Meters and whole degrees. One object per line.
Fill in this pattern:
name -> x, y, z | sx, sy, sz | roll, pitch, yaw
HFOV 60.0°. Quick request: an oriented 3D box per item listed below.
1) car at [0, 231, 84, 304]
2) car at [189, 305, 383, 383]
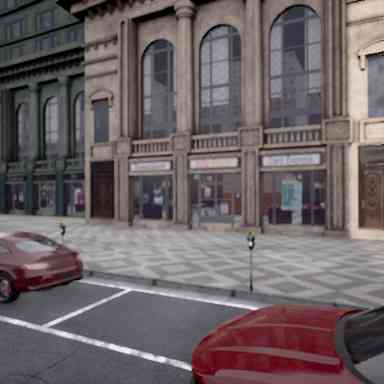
car -> -4.484, 1.599, 7.909 | 4.206, 1.307, 1.802 | 0, 0, 26
car -> 2.369, 1.483, 2.330 | 5.008, 1.535, 1.882 | 0, 0, 24
